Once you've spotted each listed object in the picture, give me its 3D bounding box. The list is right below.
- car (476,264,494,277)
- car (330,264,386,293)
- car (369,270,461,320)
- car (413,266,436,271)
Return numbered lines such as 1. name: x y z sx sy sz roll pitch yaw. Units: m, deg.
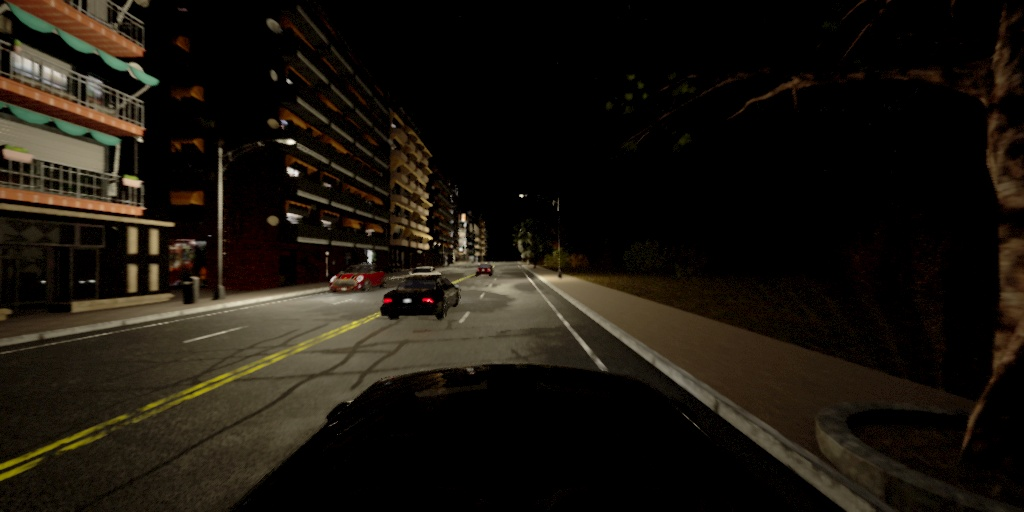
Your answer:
1. car: -3.108 1.600 41.408 2.033 1.411 5.357 -1 0 0
2. car: -9.824 1.358 23.198 2.097 1.767 4.553 -1 0 0
3. car: -3.141 1.411 13.271 2.033 1.411 5.357 -1 0 0
4. car: -6.567 1.520 26.871 1.812 1.442 4.674 -1 0 0
